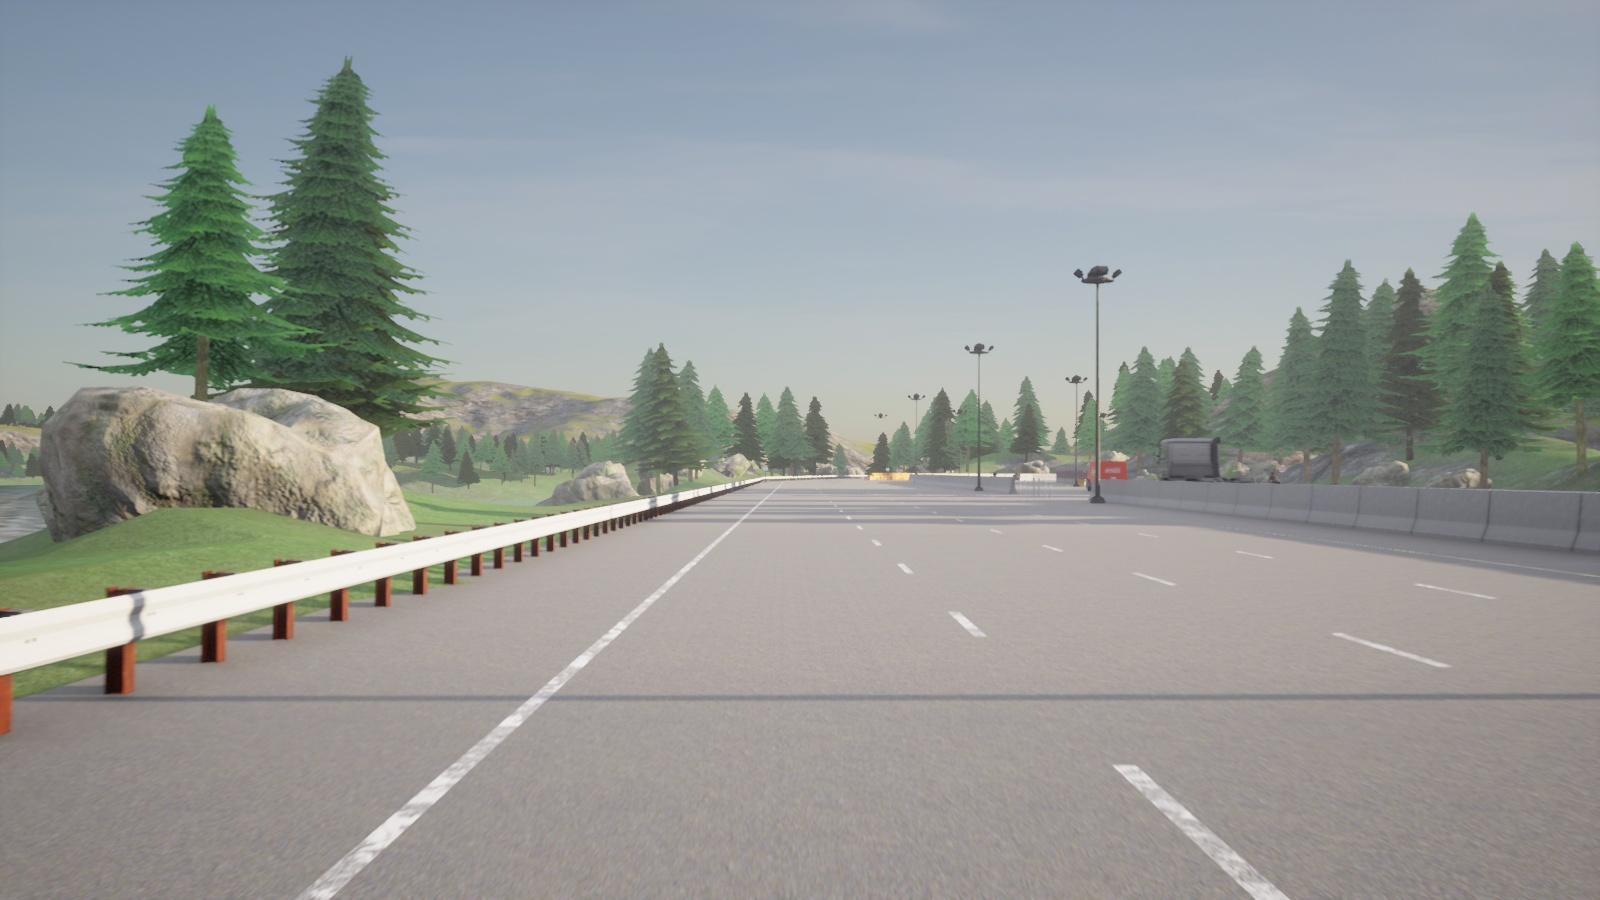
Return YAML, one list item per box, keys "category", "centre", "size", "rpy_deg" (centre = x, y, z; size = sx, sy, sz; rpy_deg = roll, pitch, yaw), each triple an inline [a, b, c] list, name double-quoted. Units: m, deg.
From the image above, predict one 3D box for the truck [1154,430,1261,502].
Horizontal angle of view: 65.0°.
- category: "truck"
  centre: [20.843, 0.832, 64.685]
  size: [2.891, 3.462, 7.936]
  rpy_deg: [0, -1, 0]
